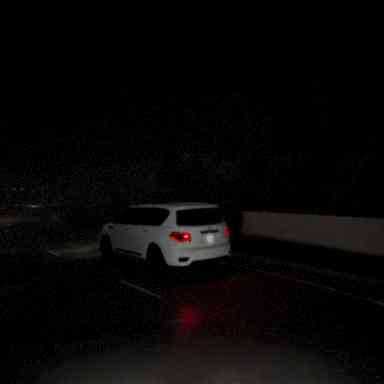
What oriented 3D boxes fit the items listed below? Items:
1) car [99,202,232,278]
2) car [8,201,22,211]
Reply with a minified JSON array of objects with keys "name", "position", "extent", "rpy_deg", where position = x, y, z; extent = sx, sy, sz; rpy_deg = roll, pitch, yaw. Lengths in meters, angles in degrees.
[{"name":"car","position":[-1.139,1.364,10.975],"extent":[2.150,2.045,5.566],"rpy_deg":[-1,-1,-37]},{"name":"car","position":[-37.841,2.962,70.905],"extent":[2.150,2.045,5.566],"rpy_deg":[-1,-1,-25]}]
